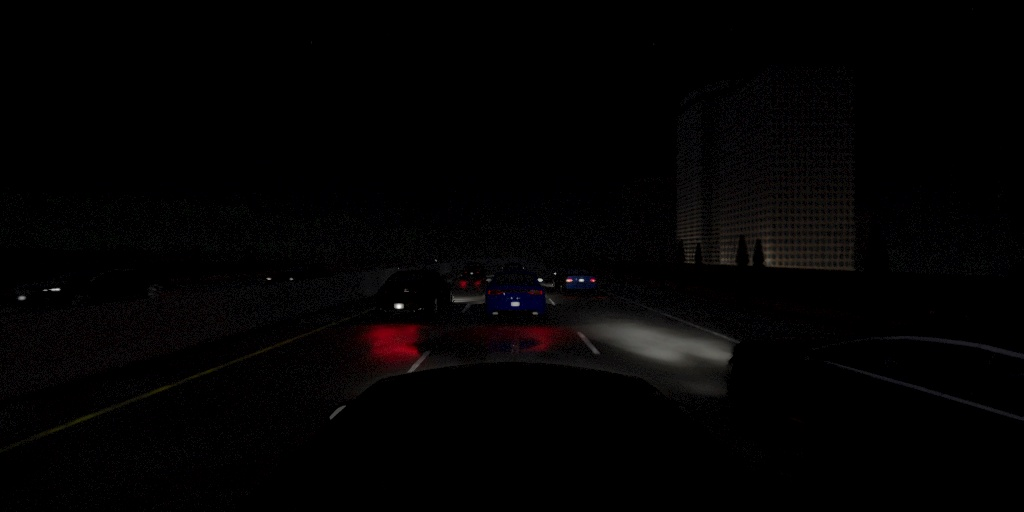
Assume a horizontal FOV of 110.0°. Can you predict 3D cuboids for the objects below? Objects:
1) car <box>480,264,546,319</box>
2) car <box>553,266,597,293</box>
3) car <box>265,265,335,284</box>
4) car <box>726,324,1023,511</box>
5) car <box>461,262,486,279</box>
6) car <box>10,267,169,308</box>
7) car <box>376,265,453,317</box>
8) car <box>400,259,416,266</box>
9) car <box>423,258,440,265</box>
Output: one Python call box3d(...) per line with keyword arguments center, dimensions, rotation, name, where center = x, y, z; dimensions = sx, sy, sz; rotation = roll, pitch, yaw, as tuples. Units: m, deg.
box3d(center=(0.096, 1.232, 12.801), dimensions=(1.882, 1.535, 5.008), rotation=(0, 0, 0), name="car")
box3d(center=(3.594, 1.306, 21.053), dimensions=(2.033, 1.411, 5.357), rotation=(0, 0, 0), name="car")
box3d(center=(-14.098, 1.305, 24.330), dimensions=(2.033, 1.411, 5.357), rotation=(0, 0, 0), name="car")
box3d(center=(3.599, 1.242, 2.535), dimensions=(2.128, 1.511, 4.902), rotation=(0, 0, 0), name="car")
box3d(center=(-3.423, 1.289, 32.771), dimensions=(1.812, 1.442, 4.674), rotation=(0, 0, 0), name="car")
box3d(center=(-17.602, 1.245, 15.331), dimensions=(2.128, 1.511, 4.902), rotation=(0, 0, 0), name="car")
box3d(center=(-3.404, 1.259, 13.214), dimensions=(1.837, 1.490, 4.892), rotation=(0, 0, 0), name="car")
box3d(center=(-17.796, 1.308, 61.516), dimensions=(1.812, 1.442, 4.674), rotation=(0, 0, -2), name="car")
box3d(center=(-10.583, 1.334, 47.096), dimensions=(1.994, 1.385, 4.181), rotation=(0, 0, 0), name="car")
